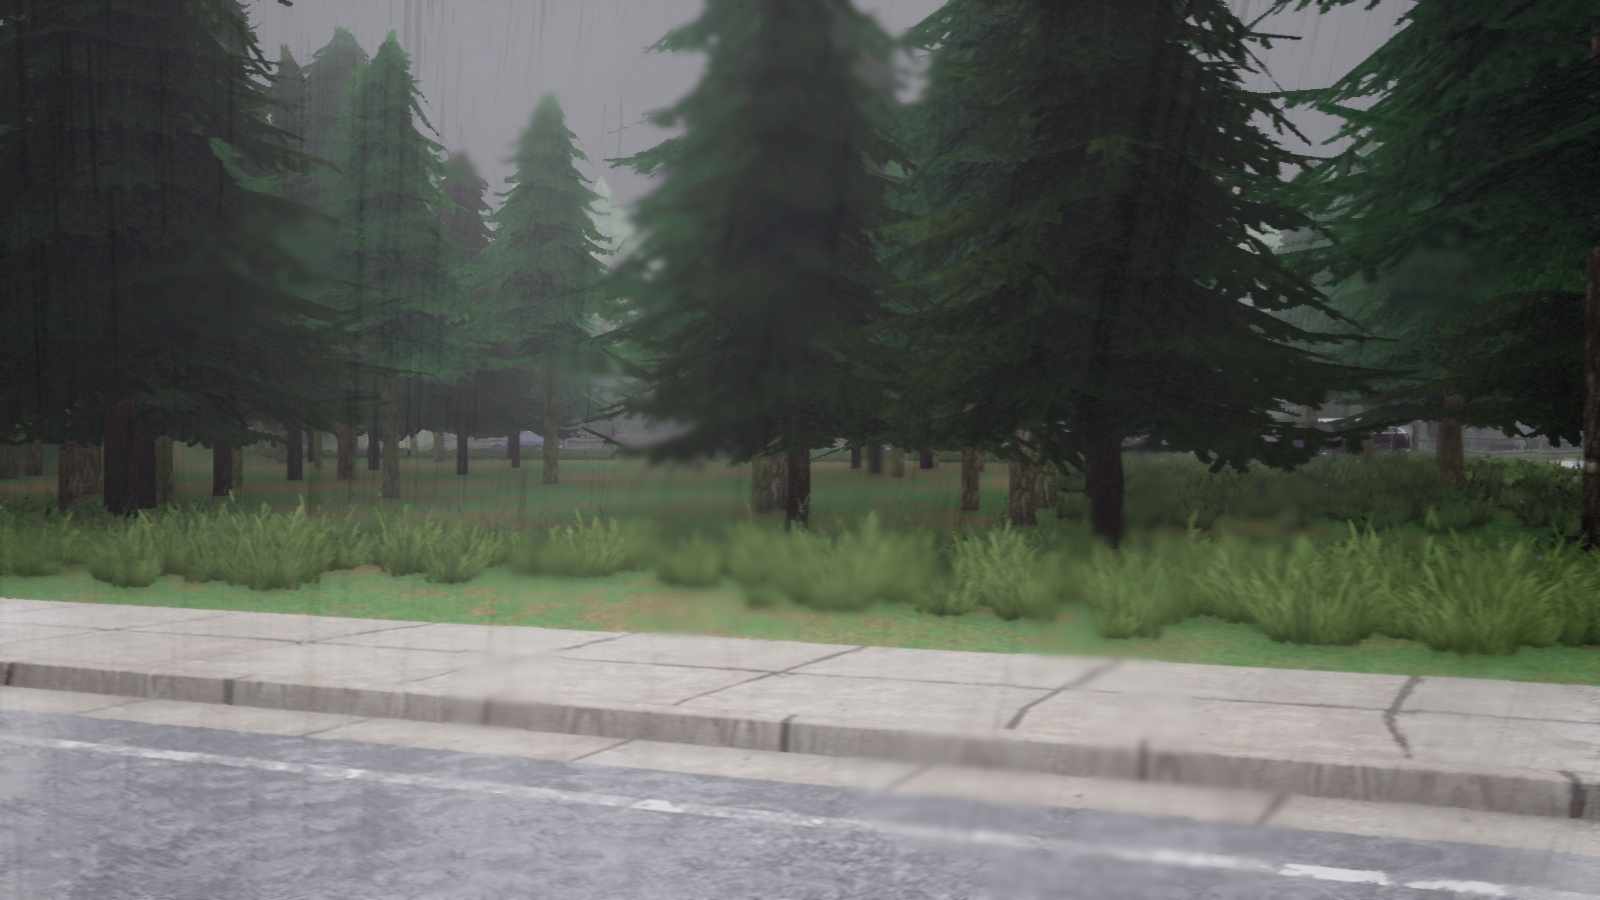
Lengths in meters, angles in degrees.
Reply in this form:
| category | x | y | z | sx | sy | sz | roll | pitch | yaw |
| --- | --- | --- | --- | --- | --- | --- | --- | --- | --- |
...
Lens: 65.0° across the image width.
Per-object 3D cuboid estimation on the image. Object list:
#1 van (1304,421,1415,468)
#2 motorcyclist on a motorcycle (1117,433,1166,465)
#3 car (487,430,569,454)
| category | x | y | z | sx | sy | sz | roll | pitch | yaw |
| --- | --- | --- | --- | --- | --- | --- | --- | --- | --- |
| van | 25.314 | -0.264 | 56.917 | 4.480 | 2.038 | 2.069 | 0 | 1 | 23 |
| motorcyclist on a motorcycle | 16.470 | -0.060 | 60.560 | 2.191 | 1.530 | 0.866 | 1 | 1 | 22 |
| car | -16.674 | -0.500 | 76.916 | 4.674 | 1.442 | 1.812 | 1 | 1 | 20 |
